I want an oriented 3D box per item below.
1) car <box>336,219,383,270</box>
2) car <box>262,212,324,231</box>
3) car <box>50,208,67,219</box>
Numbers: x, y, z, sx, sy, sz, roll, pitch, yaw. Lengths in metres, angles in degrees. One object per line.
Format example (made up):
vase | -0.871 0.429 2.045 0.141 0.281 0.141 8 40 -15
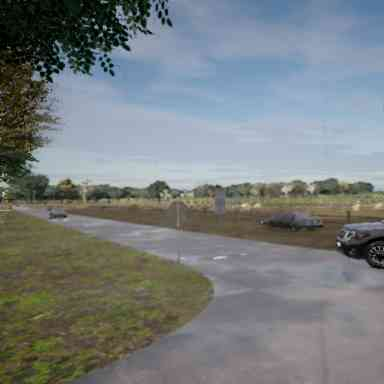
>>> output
car | 7.931 1.463 11.225 5.566 2.045 2.150 -1 0 12
car | 7.834 2.284 26.313 2.033 1.411 5.357 1 -2 -26
car | -19.367 3.105 48.211 1.837 1.490 4.892 0 -1 -31
